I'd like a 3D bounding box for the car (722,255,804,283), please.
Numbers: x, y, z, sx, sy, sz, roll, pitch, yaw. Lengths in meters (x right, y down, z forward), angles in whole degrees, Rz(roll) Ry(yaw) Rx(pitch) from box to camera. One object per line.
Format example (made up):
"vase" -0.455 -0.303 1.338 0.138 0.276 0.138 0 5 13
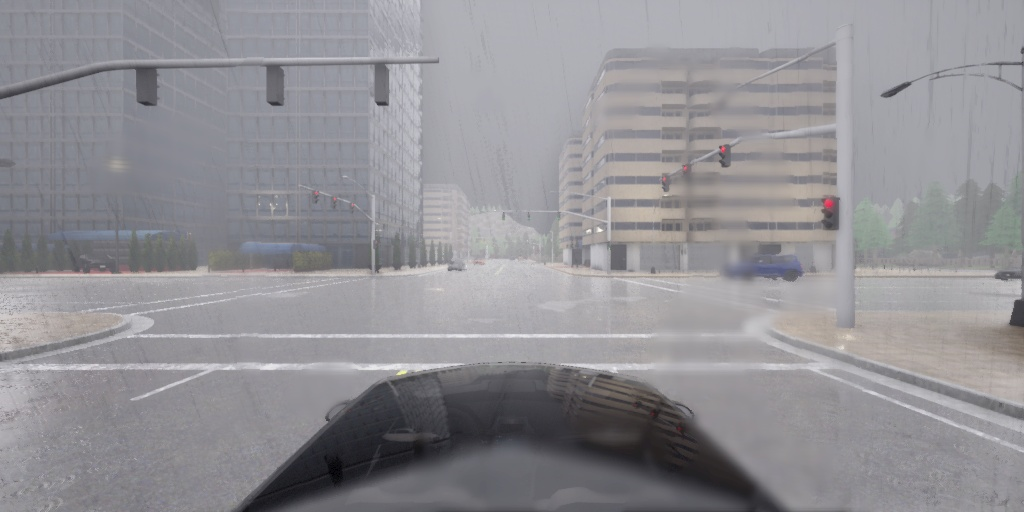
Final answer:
"car" 19.514 0.971 27.976 5.566 2.045 2.150 0 0 -1

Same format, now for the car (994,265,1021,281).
"car" 40.799 1.314 28.089 4.181 1.385 1.994 0 0 0

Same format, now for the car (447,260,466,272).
"car" -6.979 1.322 45.349 1.837 1.490 4.892 0 1 0
